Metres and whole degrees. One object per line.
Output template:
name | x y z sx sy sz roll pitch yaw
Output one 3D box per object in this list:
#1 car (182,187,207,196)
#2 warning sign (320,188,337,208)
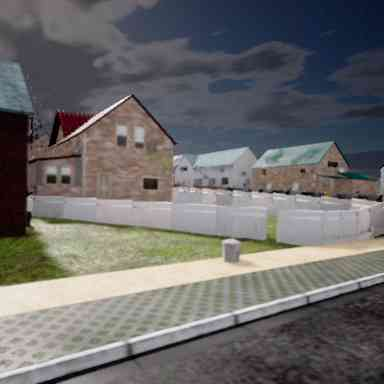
car | 0.106 0.034 48.345 2.033 1.411 5.357 1 2 -34
warning sign | 13.491 0.601 32.882 1.300 1.860 1.060 -2 1 -34
